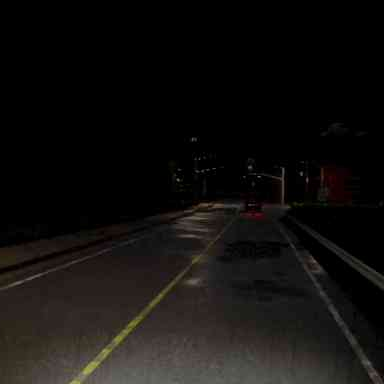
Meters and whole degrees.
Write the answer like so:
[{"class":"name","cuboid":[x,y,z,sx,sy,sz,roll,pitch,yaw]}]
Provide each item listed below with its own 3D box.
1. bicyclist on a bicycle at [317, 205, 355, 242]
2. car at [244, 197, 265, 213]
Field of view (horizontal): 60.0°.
[{"class":"bicyclist on a bicycle","cuboid":[6.476,1.370,14.490,1.656,1.620,0.582,33,4,7]},{"class":"car","cuboid":[7.425,1.711,40.645,2.128,1.511,4.902,1,0,9]}]
